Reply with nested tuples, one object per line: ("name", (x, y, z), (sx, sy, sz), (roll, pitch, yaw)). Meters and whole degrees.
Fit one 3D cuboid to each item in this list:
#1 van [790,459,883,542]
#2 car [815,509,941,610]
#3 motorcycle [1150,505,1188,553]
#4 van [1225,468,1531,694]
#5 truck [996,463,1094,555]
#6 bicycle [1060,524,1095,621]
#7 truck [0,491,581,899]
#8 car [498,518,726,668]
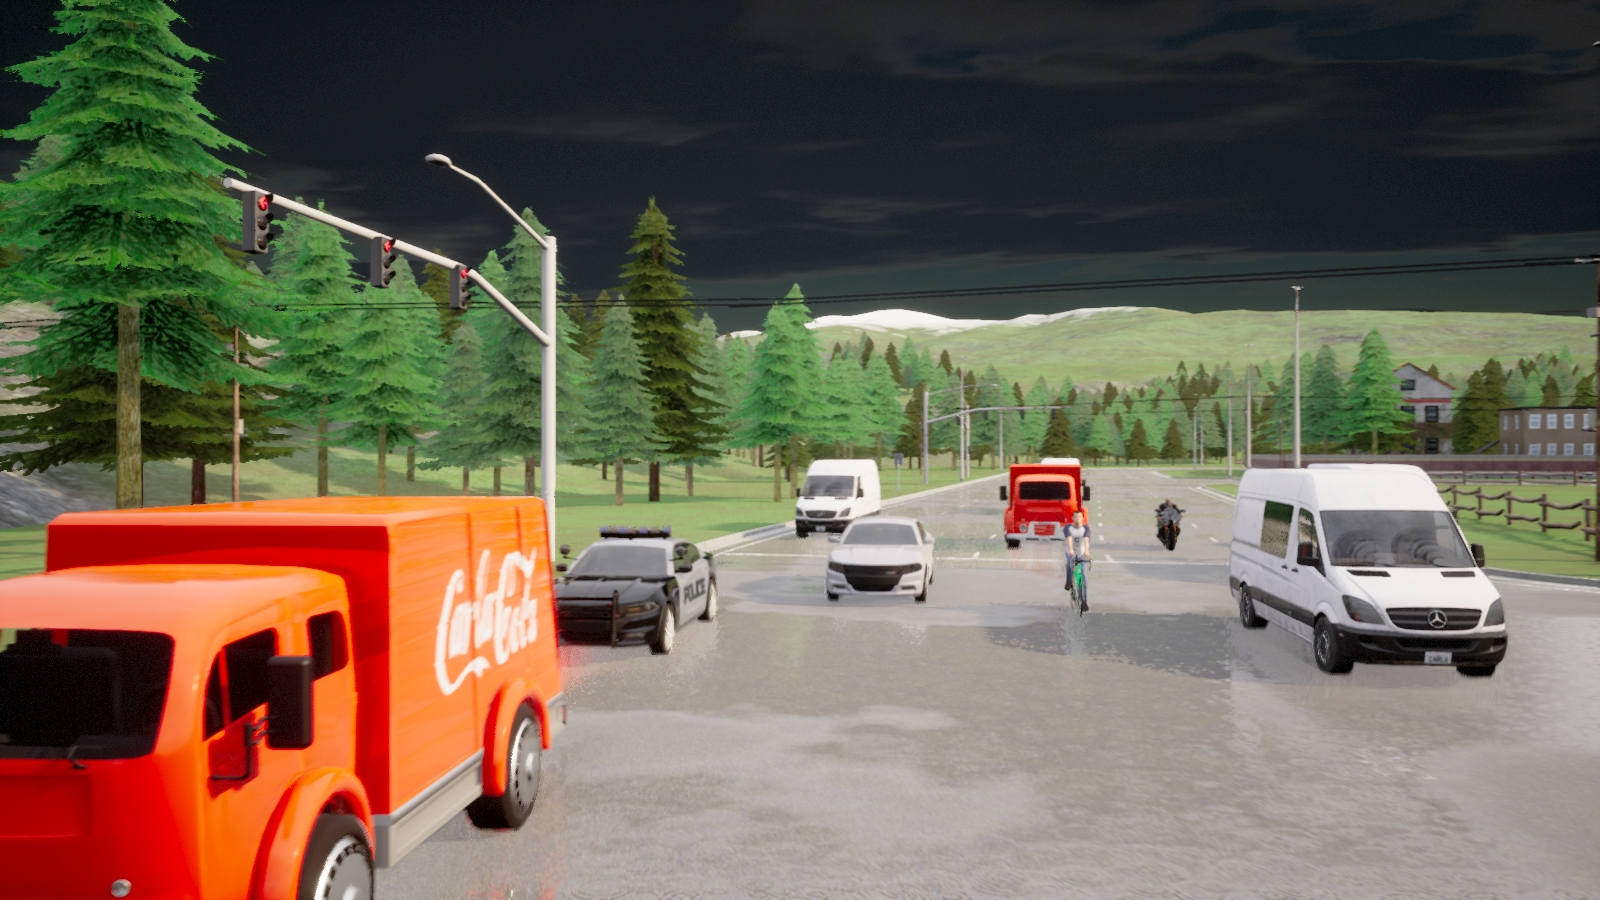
("van", (1.364, 1.628, 39.244), (1.988, 2.561, 5.915), (0, 0, 14))
("car", (1.697, 2.091, 23.036), (2.097, 1.535, 5.006), (0, 0, 9))
("motorcycle", (10.743, 2.286, 33.334), (0.867, 1.251, 2.209), (0, 0, 13))
("van", (7.871, 1.577, 16.369), (1.988, 2.561, 5.915), (0, 0, 7))
("truck", (7.343, 1.647, 34.191), (2.627, 2.467, 5.204), (0, 0, 13))
("bicycle", (4.838, 2.106, 19.994), (0.373, 1.496, 1.643), (1, 0, 7))
("truck", (-3.350, 1.589, 7.413), (2.627, 2.467, 5.204), (0, 0, 3))
("car", (-2.656, 2.027, 17.636), (2.097, 1.638, 5.238), (0, 0, 7))
